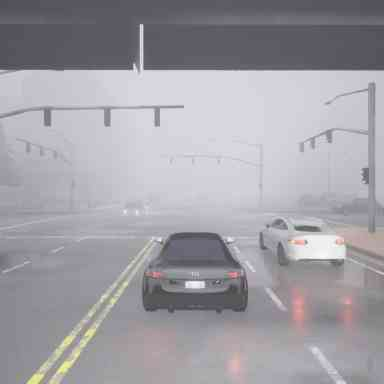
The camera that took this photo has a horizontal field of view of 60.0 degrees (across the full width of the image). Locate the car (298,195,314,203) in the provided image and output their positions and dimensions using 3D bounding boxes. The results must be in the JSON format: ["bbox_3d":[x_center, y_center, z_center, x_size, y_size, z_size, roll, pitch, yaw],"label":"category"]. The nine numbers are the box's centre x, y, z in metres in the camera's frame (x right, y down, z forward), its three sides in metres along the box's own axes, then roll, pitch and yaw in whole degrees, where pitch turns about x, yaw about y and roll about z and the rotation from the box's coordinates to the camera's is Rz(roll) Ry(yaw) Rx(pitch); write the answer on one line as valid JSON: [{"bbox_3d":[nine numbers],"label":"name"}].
[{"bbox_3d":[22.186,1.395,64.838,1.970,1.475,3.806,0,0,0],"label":"car"}]

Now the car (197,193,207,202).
[{"bbox_3d":[2.395,1.223,77.011,2.150,2.045,5.566,0,0,0],"label":"car"}]

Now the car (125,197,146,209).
[{"bbox_3d":[-7.999,1.478,46.156,1.882,1.535,5.008,0,0,0],"label":"car"}]

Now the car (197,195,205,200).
[{"bbox_3d":[2.334,1.378,86.079,1.994,1.385,4.181,0,0,0],"label":"car"}]

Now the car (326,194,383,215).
[{"bbox_3d":[16.350,1.352,33.180,4.553,1.767,2.097,0,0,1],"label":"car"}]

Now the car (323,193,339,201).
[{"bbox_3d":[33.485,1.153,80.025,1.932,1.855,4.605,0,0,0],"label":"car"}]

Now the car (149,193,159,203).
[{"bbox_3d":[-8.054,1.223,68.656,2.150,2.045,5.566,0,0,0],"label":"car"}]

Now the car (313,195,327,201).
[{"bbox_3d":[30.802,1.364,79.966,1.784,1.438,3.905,0,0,0],"label":"car"}]

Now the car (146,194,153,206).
[{"bbox_3d":[-8.050,1.526,55.436,1.812,1.442,4.674,0,0,0],"label":"car"}]

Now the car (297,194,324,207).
[{"bbox_3d":[16.640,1.153,47.408,1.932,1.855,4.605,0,0,0],"label":"car"}]

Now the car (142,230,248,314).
[{"bbox_3d":[0.066,1.564,7.725,1.994,1.385,4.181,0,0,0],"label":"car"}]

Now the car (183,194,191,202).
[{"bbox_3d":[-1.105,1.593,76.985,1.895,1.301,4.718,0,0,0],"label":"car"}]

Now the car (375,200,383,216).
[{"bbox_3d":[19.147,1.601,29.649,4.718,1.301,1.895,0,0,1],"label":"car"}]

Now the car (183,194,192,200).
[{"bbox_3d":[-1.166,1.351,86.056,2.128,1.511,4.902,0,0,0],"label":"car"}]

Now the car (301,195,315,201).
[{"bbox_3d":[27.907,1.395,79.958,1.970,1.475,3.806,0,0,0],"label":"car"}]

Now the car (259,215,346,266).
[{"bbox_3d":[3.581,1.526,11.385,1.812,1.442,4.674,0,0,0],"label":"car"}]

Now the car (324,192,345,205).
[{"bbox_3d":[19.534,1.156,47.363,1.905,1.878,3.866,0,0,0],"label":"car"}]
